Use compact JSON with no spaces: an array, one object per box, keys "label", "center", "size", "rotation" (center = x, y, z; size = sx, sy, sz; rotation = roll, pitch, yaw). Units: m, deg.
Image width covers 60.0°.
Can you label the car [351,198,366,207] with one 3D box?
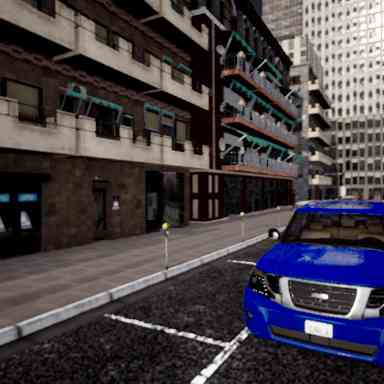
[{"label":"car","center":[25.694,1.558,51.256],"size":[1.947,1.339,4.313],"rotation":[-1,0,30]}]

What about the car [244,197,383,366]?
[{"label":"car","center":[2.846,1.221,6.212],"size":[2.150,2.045,5.566],"rotation":[0,0,30]}]

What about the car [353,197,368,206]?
[{"label":"car","center":[28.444,1.536,56.076],"size":[1.887,1.381,4.507],"rotation":[-1,0,30]}]

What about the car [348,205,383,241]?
[{"label":"car","center":[9.464,1.525,17.620],"size":[1.812,1.442,4.674],"rotation":[0,0,30]}]

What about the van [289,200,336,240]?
[{"label":"van","center":[6.440,1.340,17.520],"size":[1.690,1.788,3.998],"rotation":[-1,0,30]}]

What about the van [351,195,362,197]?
[{"label":"van","center":[17.441,1.337,36.798],"size":[1.690,1.788,3.998],"rotation":[-1,0,30]}]
